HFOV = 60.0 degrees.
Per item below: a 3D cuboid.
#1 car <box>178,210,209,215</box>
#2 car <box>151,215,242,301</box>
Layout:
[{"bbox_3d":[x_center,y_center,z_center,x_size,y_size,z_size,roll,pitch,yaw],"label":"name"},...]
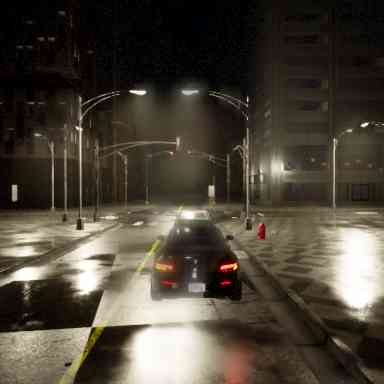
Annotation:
[{"bbox_3d":[0.075,1.597,17.208,1.895,1.301,4.718,0,0,0],"label":"car"},{"bbox_3d":[0.085,1.525,8.183,1.812,1.442,4.674,0,0,0],"label":"car"}]
